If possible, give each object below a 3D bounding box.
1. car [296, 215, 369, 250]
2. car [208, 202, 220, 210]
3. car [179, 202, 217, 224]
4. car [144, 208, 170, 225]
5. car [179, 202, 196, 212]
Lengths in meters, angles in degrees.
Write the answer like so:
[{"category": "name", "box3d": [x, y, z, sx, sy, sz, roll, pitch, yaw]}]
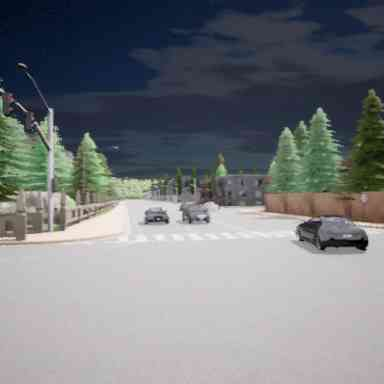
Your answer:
[{"category": "car", "box3d": [6.200, 1.739, 15.150, 1.994, 1.385, 4.181, -1, -1, 2]}, {"category": "car", "box3d": [3.091, 2.334, 53.836, 1.812, 1.442, 4.674, -1, -1, 18]}, {"category": "car", "box3d": [0.329, 1.953, 29.559, 2.128, 1.511, 4.902, 0, -1, -11]}, {"category": "car", "box3d": [-3.127, 2.054, 28.992, 1.994, 1.385, 4.181, 0, -1, -11]}, {"category": "car", "box3d": [-0.803, 2.411, 53.615, 1.994, 1.385, 4.181, 0, -1, -11]}]
